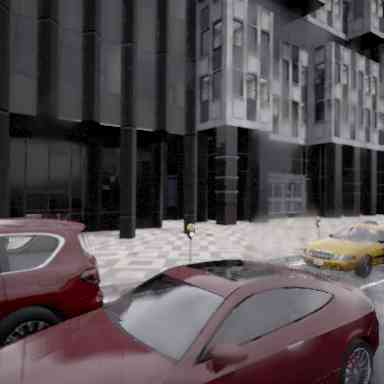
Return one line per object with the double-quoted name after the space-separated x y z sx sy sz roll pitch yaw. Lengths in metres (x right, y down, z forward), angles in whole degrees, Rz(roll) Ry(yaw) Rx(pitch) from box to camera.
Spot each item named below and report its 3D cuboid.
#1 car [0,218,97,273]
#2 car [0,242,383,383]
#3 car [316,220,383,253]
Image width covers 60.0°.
-3.577 1.310 3.979 5.009 1.841 2.192 1 0 -36 "car"
0.202 1.541 3.523 4.674 1.442 1.812 1 0 -36 "car"
5.431 1.601 10.407 4.829 1.417 1.752 0 0 -34 "car"
